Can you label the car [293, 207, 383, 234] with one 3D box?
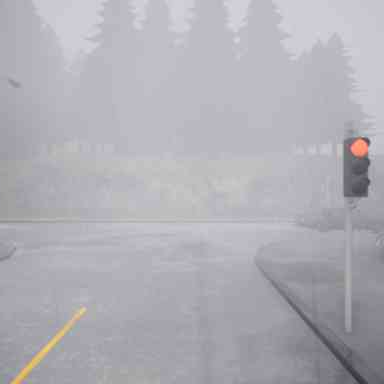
[{"bbox_3d":[8.574,1.551,18.800,5.357,1.411,2.033,0,0,6],"label":"car"}]
